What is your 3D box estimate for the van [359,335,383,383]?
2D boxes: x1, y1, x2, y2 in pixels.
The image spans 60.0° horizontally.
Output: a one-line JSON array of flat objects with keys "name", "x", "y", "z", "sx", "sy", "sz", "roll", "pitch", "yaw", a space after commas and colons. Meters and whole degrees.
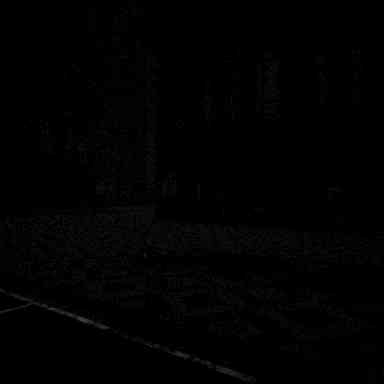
[{"name": "van", "x": 2.692, "y": 1.341, "z": 1.063, "sx": 3.998, "sy": 1.788, "sz": 1.690, "roll": 0, "pitch": 0, "yaw": 35}]
